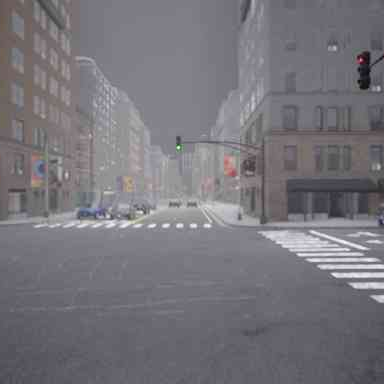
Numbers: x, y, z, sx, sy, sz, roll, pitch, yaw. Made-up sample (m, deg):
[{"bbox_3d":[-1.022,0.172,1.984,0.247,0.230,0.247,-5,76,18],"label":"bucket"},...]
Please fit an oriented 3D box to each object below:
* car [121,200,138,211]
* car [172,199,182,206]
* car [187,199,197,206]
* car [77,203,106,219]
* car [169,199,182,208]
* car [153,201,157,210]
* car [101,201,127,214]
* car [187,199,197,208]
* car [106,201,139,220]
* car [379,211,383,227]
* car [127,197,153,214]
[{"bbox_3d":[-9.854,2.088,52.965,1.837,1.490,4.892,0,0,0],"label":"car"},{"bbox_3d":[-3.270,2.228,72.004,1.882,1.535,5.008,0,-1,0],"label":"car"},{"bbox_3d":[-0.020,2.302,72.004,1.994,1.385,4.181,0,-1,0],"label":"car"},{"bbox_3d":[-9.843,1.833,33.034,1.882,1.535,5.008,0,-1,0],"label":"car"},{"bbox_3d":[-3.267,2.162,61.588,1.882,1.535,5.008,0,-1,0],"label":"car"},{"bbox_3d":[-6.606,2.064,52.004,2.128,1.511,4.902,0,-1,0],"label":"car"},{"bbox_3d":[-9.849,1.955,42.537,2.128,1.511,4.902,0,-1,0],"label":"car"},{"bbox_3d":[-0.017,2.162,61.556,1.882,1.535,5.008,0,-1,0],"label":"car"},{"bbox_3d":[-6.601,1.872,32.144,1.812,1.442,4.674,0,-1,-2],"label":"car"},{"bbox_3d":[11.648,1.687,15.327,4.718,1.301,1.895,0,0,-1],"label":"car"},{"bbox_3d":[-6.601,1.677,41.849,2.150,2.045,5.566,0,-1,0],"label":"car"}]
